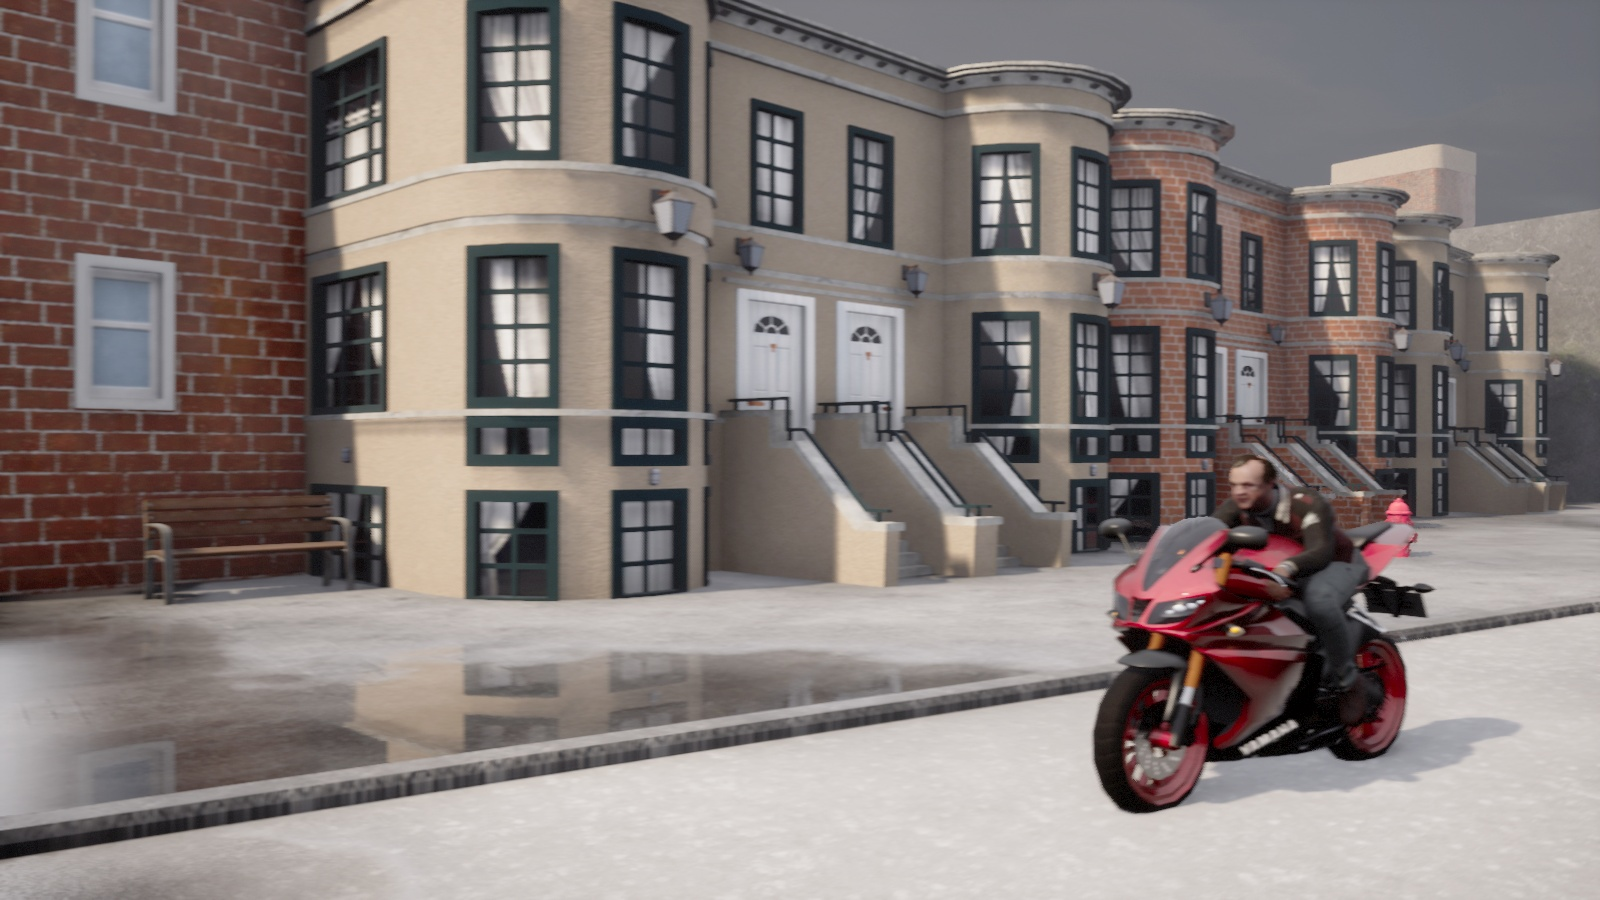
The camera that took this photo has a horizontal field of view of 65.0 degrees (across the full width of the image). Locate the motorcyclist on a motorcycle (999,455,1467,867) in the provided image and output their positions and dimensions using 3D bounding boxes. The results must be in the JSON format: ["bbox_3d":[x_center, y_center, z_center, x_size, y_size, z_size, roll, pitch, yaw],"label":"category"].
[{"bbox_3d":[2.001,0.789,5.661,2.191,1.530,0.866,0,0,-35],"label":"motorcyclist on a motorcycle"}]
